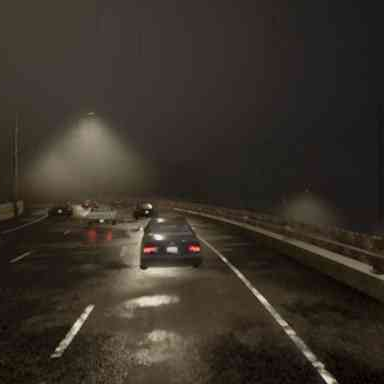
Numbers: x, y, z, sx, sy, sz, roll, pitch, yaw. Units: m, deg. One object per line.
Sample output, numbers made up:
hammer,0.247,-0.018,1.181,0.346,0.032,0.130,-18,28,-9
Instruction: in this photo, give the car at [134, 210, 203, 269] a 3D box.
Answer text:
car,-0.802,1.576,11.306,2.033,1.411,5.357,0,0,-6

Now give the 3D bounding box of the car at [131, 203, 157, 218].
car,-4.262,1.643,29.368,1.994,1.385,4.181,0,0,-16

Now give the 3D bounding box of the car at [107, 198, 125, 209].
car,-10.733,1.640,46.886,1.837,1.490,4.892,0,-1,-24

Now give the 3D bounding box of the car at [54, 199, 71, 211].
car,-17.294,1.677,44.428,1.812,1.442,4.674,0,0,-25

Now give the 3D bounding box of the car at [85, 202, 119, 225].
car,-6.648,1.677,24.819,1.895,1.301,4.718,0,0,-13

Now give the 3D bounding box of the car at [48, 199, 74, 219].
car,-12.142,1.669,30.963,1.994,1.385,4.181,0,0,-17

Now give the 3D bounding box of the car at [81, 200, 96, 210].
car,-14.246,1.747,46.209,1.895,1.301,4.718,0,0,-25
